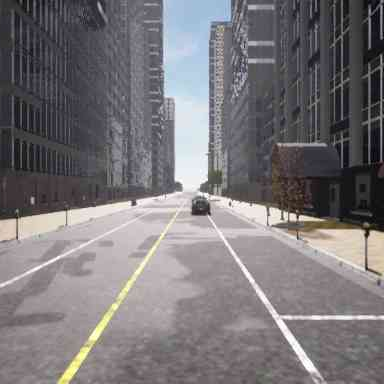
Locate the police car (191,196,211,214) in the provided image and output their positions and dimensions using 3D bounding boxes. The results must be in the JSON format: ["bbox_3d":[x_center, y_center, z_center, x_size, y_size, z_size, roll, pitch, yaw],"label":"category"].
[{"bbox_3d":[0.900,1.401,34.595,1.930,1.638,5.238,0,0,0],"label":"police car"}]

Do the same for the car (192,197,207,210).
[{"bbox_3d":[0.900,1.449,44.486,1.882,1.535,5.008,0,0,0],"label":"car"}]

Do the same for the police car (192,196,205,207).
[{"bbox_3d":[0.900,1.400,50.596,1.930,1.638,5.238,0,0,0],"label":"police car"}]
